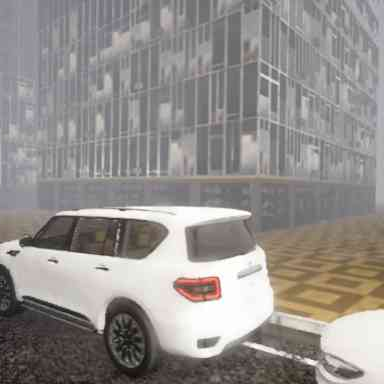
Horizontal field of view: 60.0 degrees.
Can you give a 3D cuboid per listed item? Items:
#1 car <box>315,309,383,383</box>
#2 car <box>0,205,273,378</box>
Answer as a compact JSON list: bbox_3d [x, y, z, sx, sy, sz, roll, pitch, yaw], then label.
[{"bbox_3d":[3.348,1.533,2.352,4.674,1.442,1.812,0,0,35],"label":"car"},{"bbox_3d":[-1.405,1.250,5.820,5.566,2.045,2.150,0,0,37],"label":"car"}]
